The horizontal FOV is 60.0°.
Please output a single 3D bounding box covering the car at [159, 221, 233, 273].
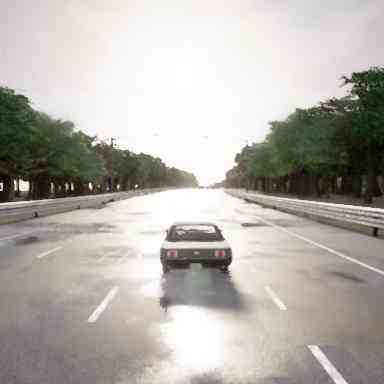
[{"bbox_3d":[0.071,1.575,10.589,1.895,1.301,4.718,0,0,-1],"label":"car"}]
